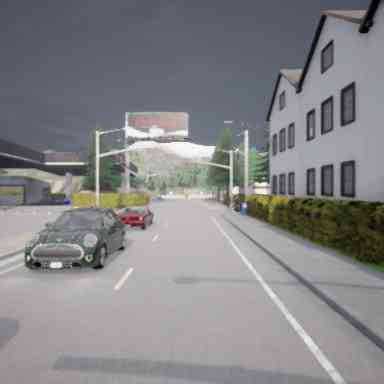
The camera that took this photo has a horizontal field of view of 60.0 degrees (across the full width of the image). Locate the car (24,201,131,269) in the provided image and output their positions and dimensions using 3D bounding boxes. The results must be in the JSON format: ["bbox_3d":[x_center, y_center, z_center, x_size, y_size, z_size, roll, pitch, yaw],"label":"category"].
[{"bbox_3d":[-3.589,1.336,11.048,2.097,1.767,4.553,0,0,0],"label":"car"}]

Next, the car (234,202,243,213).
[{"bbox_3d":[6.893,1.680,37.262,4.181,1.385,1.994,1,0,-9],"label":"car"}]

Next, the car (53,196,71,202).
[{"bbox_3d":[-22.191,1.585,58.587,4.611,1.667,2.242,0,0,0],"label":"car"}]

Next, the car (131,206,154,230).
[{"bbox_3d":[-3.571,1.570,20.943,1.895,1.301,4.718,0,0,1],"label":"car"}]
